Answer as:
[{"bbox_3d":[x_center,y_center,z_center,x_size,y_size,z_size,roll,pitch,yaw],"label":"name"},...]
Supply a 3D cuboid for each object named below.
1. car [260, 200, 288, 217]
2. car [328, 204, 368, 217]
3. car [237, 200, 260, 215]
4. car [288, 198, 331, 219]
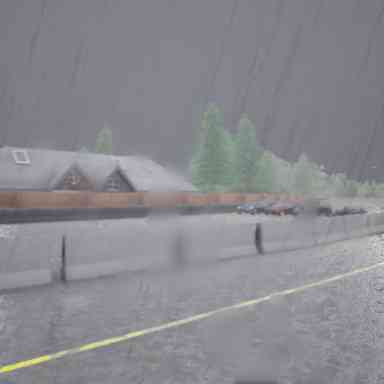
[{"bbox_3d":[9.716,1.858,35.865,1.882,1.535,5.008,0,-1,43],"label":"car"},{"bbox_3d":[14.811,1.955,31.064,1.895,1.301,4.718,0,-1,43],"label":"car"},{"bbox_3d":[7.179,1.738,38.276,2.097,1.767,4.553,0,-1,43],"label":"car"},{"bbox_3d":[12.255,1.634,33.456,2.150,2.045,5.566,0,-1,43],"label":"car"}]
